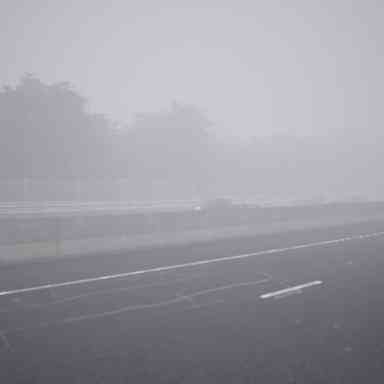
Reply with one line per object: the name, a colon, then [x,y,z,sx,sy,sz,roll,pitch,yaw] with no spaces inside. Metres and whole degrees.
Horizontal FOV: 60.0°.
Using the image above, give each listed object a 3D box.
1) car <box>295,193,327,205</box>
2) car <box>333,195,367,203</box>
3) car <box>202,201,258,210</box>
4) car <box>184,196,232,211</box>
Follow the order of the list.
car: [15.581,0.967,43.524,4.553,1.767,2.097,-1,1,-37]
car: [20.704,1.086,43.543,5.357,1.411,2.033,-1,1,-34]
car: [3.350,1.500,23.426,4.718,1.301,1.895,-1,0,-35]
car: [1.499,1.248,26.393,4.553,1.767,2.097,-1,0,-35]
